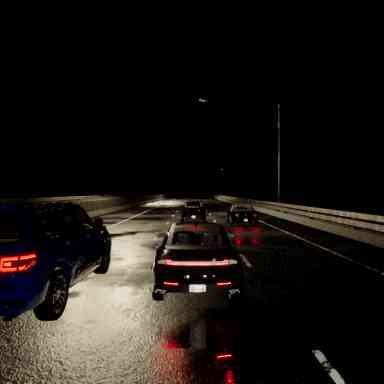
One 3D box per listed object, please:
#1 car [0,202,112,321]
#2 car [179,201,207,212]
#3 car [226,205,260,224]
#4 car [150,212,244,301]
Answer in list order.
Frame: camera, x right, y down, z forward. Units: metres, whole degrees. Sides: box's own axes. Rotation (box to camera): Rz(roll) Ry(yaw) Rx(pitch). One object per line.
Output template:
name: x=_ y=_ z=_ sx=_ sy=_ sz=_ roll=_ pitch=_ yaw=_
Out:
car: x=-3.396 y=1.219 z=7.391 sx=2.150 sy=2.045 sz=5.566 roll=0 pitch=0 yaw=0
car: x=0.099 y=1.496 z=25.944 sx=1.837 sy=1.490 sz=4.892 roll=0 pitch=0 yaw=0
car: x=3.598 y=1.593 z=24.479 sx=1.895 sy=1.301 sz=4.718 roll=0 pitch=0 yaw=0
car: x=0.099 y=1.489 z=8.305 sx=2.128 sy=1.511 sz=4.902 roll=0 pitch=0 yaw=0
